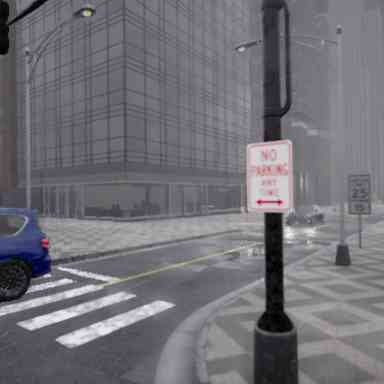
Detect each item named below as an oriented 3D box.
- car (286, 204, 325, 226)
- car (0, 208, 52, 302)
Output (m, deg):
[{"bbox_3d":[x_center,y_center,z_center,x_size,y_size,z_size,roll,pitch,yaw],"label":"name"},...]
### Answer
[{"bbox_3d":[9.343,1.797,27.292,2.097,1.767,4.553,-1,-1,36],"label":"car"},{"bbox_3d":[-5.609,1.345,6.489,2.150,2.045,5.566,-1,-2,36],"label":"car"}]
